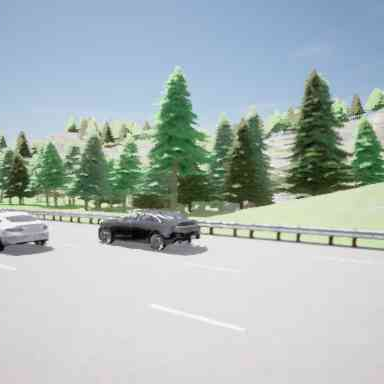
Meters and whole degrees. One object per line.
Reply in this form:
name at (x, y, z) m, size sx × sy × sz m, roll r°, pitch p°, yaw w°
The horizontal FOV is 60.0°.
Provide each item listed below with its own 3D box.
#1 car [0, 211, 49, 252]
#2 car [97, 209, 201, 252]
car at (-7.804, 1.524, 13.856) m, size 4.674 × 1.442 × 1.812 m, roll 0°, pitch 0°, yaw 36°
car at (-1.926, 1.491, 13.965) m, size 4.902 × 1.511 × 2.128 m, roll 0°, pitch 0°, yaw 35°
